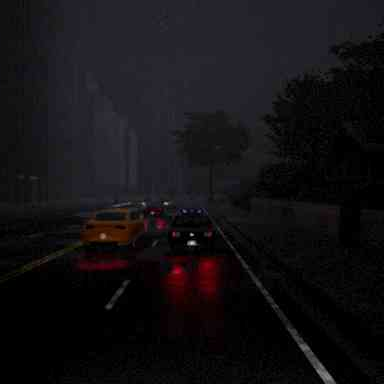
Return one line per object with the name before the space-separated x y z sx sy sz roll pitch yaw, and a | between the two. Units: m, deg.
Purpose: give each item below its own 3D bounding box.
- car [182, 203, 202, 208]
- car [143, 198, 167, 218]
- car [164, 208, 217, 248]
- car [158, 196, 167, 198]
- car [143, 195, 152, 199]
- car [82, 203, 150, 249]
car | 0.000 1.623 29.682 1.895 1.301 4.718 0 0 0
car | -3.250 1.539 29.652 1.812 1.442 4.674 0 0 0
car | 0.000 1.617 14.681 1.895 1.301 4.718 0 0 0
car | -6.500 1.522 73.700 1.882 1.535 5.008 0 0 0
car | -9.750 1.544 73.700 1.837 1.490 4.892 0 0 0
car | -3.250 1.486 14.651 1.882 1.535 5.008 0 0 0
